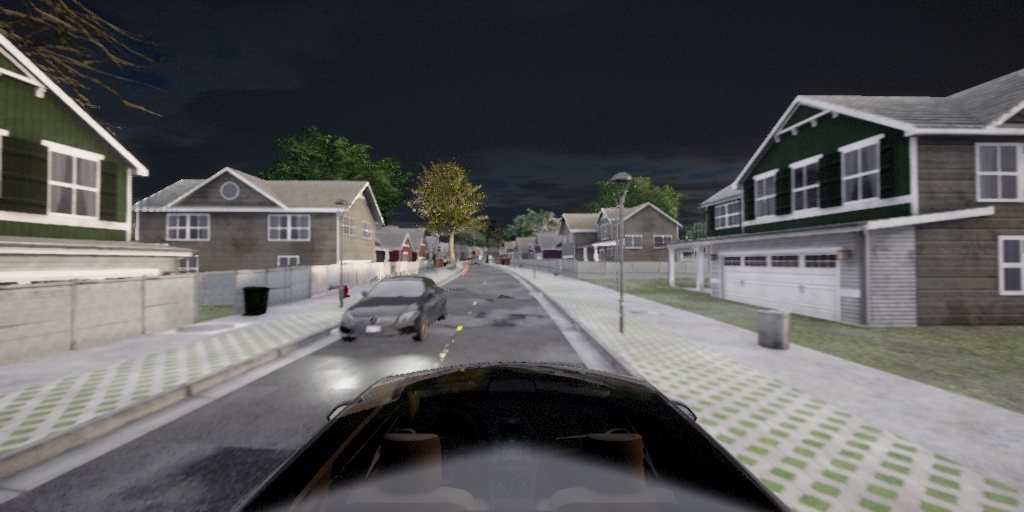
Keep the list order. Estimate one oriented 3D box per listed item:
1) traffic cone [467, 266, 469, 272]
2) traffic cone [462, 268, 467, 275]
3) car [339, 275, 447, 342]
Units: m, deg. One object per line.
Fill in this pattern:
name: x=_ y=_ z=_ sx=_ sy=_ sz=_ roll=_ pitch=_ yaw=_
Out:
traffic cone: x=-5.647 y=1.789 z=43.307 sx=0.340 sy=0.580 sz=0.340 roll=0 pitch=0 yaw=-5
traffic cone: x=-5.247 y=1.770 z=38.348 sx=0.340 sy=0.580 sz=0.340 roll=0 pitch=0 yaw=-4
car: x=-2.964 y=1.283 z=9.904 sx=1.812 sy=1.442 sz=4.674 roll=0 pitch=0 yaw=-1
